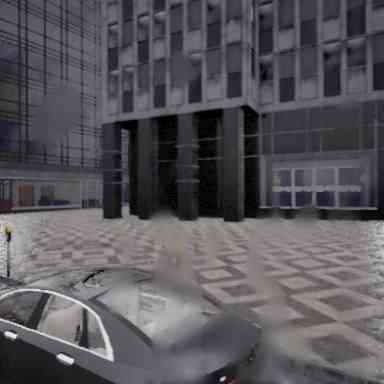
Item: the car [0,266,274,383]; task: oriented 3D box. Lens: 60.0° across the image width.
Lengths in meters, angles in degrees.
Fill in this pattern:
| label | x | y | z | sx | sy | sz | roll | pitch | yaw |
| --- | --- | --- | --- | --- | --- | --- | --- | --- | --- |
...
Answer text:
| label | x | y | z | sx | sy | sz | roll | pitch | yaw |
| --- | --- | --- | --- | --- | --- | --- | --- | --- | --- |
| car | -1.285 | 1.578 | 3.875 | 4.403 | 1.369 | 2.008 | -1 | 0 | 35 |
